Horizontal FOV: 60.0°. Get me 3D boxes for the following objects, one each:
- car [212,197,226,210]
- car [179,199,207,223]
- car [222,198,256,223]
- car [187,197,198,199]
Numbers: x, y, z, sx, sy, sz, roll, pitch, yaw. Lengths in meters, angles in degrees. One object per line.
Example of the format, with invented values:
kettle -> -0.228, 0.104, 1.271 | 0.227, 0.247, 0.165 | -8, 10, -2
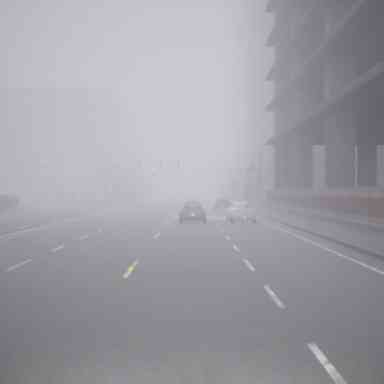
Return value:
car -> 3.571, 1.396, 40.623 | 1.837, 1.490, 4.892 | 0, 0, 0
car -> 0.057, 1.498, 24.835 | 1.994, 1.385, 4.181 | 0, 0, 0
car -> 3.581, 1.460, 24.718 | 1.812, 1.442, 4.674 | 0, 0, 0
car -> 0.038, 1.369, 40.936 | 1.882, 1.535, 5.008 | 0, 0, 0
